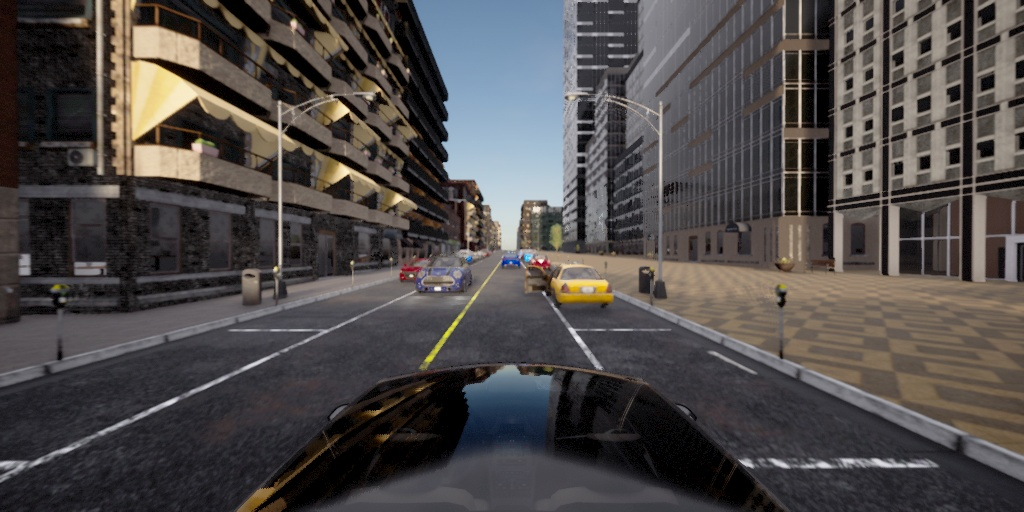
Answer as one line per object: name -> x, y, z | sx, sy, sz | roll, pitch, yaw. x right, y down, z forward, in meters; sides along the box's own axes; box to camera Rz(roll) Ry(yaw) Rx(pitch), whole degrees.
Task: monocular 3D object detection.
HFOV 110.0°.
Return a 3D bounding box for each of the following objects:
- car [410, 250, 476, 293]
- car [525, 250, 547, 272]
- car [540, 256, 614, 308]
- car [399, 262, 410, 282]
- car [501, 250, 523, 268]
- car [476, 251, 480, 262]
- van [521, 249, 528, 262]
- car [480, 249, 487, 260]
car -> -3.160, 0.759, 17.452 | 2.097, 1.767, 4.553 | 0, 1, 0
car -> 2.565, 0.487, 33.925 | 1.967, 1.591, 4.097 | 0, 0, 0
car -> 2.305, 0.948, 13.507 | 1.801, 1.575, 5.366 | 0, 1, 0
car -> -5.772, 0.837, 22.756 | 1.888, 1.381, 4.507 | 0, 0, 0
car -> -0.092, 0.452, 37.302 | 1.882, 1.535, 5.008 | 0, 1, 0
car -> -5.881, 0.214, 50.428 | 1.751, 1.417, 4.829 | 0, 0, 0
van -> 2.499, 0.026, 50.631 | 1.690, 1.789, 3.998 | 0, 0, 0
car -> -5.926, -0.002, 61.733 | 2.007, 1.370, 4.403 | 0, 0, 0
